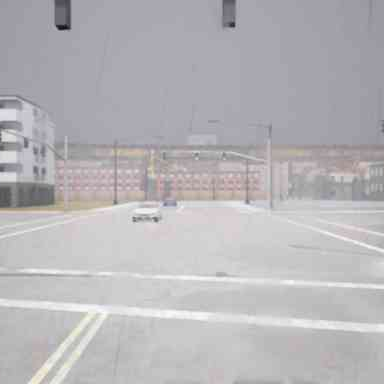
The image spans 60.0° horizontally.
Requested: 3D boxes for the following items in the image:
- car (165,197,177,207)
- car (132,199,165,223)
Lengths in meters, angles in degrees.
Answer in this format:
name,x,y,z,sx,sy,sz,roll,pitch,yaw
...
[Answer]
name,x,y,z,sx,sy,sz,roll,pitch,yaw
car,-3.275,1.499,50.738,1.812,1.442,4.674,0,0,0
car,-3.357,1.489,25.532,1.812,1.442,4.674,0,0,0
